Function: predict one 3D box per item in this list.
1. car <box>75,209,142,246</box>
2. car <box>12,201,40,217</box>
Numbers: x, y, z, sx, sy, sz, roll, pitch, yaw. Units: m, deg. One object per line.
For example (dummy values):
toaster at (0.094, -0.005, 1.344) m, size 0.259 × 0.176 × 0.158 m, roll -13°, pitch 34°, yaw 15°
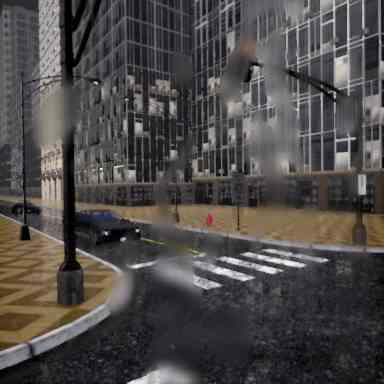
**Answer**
car at (-4.325, 1.525, 15.642) m, size 2.033 × 1.411 × 5.357 m, roll -1°, pitch 1°, yaw -36°
car at (-15.871, 1.525, 31.677) m, size 1.994 × 1.385 × 4.181 m, roll -1°, pitch 1°, yaw -36°
